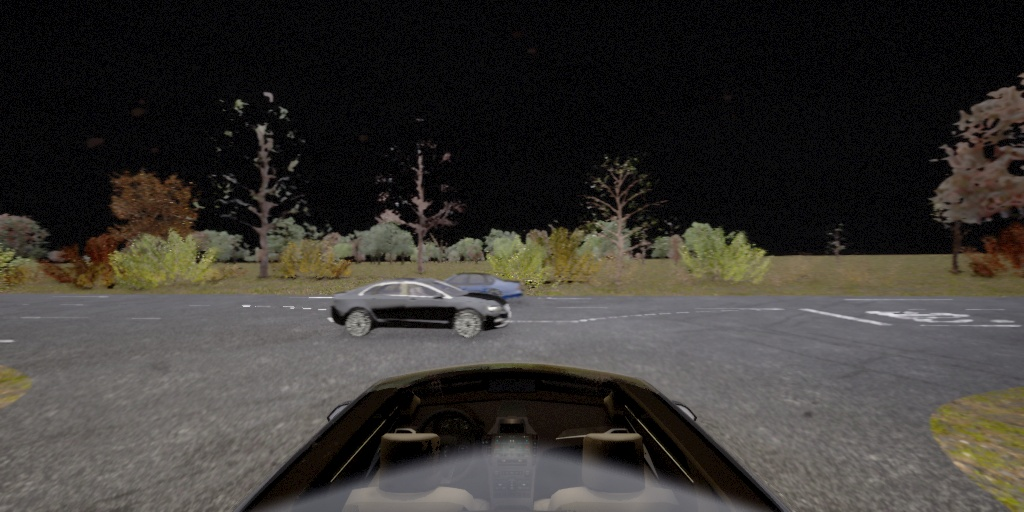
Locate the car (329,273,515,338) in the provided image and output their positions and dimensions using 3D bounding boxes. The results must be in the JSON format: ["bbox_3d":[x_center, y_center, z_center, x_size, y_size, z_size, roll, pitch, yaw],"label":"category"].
[{"bbox_3d":[-2.514,1.367,10.060,4.902,1.511,2.128,0,-1,5],"label":"car"}]

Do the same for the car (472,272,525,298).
[{"bbox_3d":[-2.068,1.496,17.049,5.357,1.411,2.033,0,-1,5],"label":"car"}]
